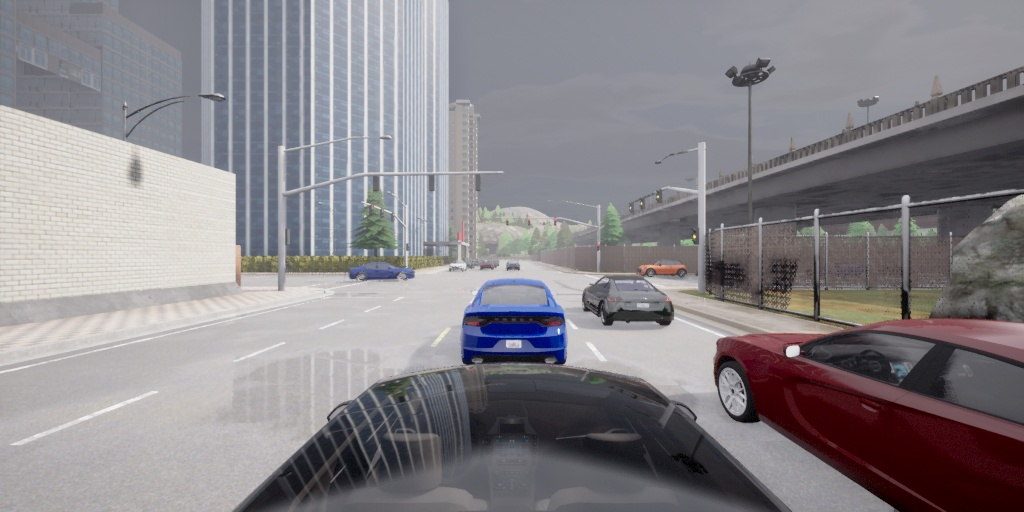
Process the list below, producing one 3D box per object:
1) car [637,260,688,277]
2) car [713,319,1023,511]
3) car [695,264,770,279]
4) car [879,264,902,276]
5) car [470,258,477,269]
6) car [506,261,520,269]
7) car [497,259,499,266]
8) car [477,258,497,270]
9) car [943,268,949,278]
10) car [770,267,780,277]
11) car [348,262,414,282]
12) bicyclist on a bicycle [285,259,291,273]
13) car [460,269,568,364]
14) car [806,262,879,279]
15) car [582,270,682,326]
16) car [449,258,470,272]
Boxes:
[{"bbox_3d":[14.757,1.157,35.515,4.553,1.767,2.097,0,0,0],"label":"car"},{"bbox_3d":[3.601,1.228,2.757,1.882,1.535,5.008,0,0,0],"label":"car"},{"bbox_3d":[19.395,1.353,32.025,5.357,1.411,2.033,0,0,0],"label":"car"},{"bbox_3d":[36.430,1.406,35.554,4.718,1.301,1.895,0,0,0],"label":"car"},{"bbox_3d":[-7.086,1.102,56.176,2.097,1.767,4.553,0,0,0],"label":"car"},{"bbox_3d":[0.136,1.351,51.392,1.895,1.301,4.718,0,0,0],"label":"car"},{"bbox_3d":[-3.574,1.351,61.099,1.895,1.301,4.718,0,0,0],"label":"car"},{"bbox_3d":[-3.586,1.351,51.935,1.895,1.301,4.718,0,0,0],"label":"car"},{"bbox_3d":[41.738,1.283,32.046,5.008,1.535,1.882,0,0,0],"label":"car"},{"bbox_3d":[23.738,1.406,35.533,4.718,1.301,1.895,0,0,0],"label":"car"},{"bbox_3d":[-10.472,1.270,28.933,5.008,1.535,1.882,-1,0,-10],"label":"car"},{"bbox_3d":[-25.301,1.106,40.213,0.582,1.620,1.656,0,0,0],"label":"bicyclist on a bicycle"},{"bbox_3d":[0.053,1.228,8.090,1.882,1.535,5.008,0,0,1],"label":"car"},{"bbox_3d":[29.083,1.283,32.042,5.008,1.535,1.882,0,0,0],"label":"car"},{"bbox_3d":[3.574,1.314,11.751,1.994,1.385,4.181,0,0,0],"label":"car"},{"bbox_3d":[-7.092,1.276,47.311,1.812,1.442,4.674,0,0,0],"label":"car"}]
